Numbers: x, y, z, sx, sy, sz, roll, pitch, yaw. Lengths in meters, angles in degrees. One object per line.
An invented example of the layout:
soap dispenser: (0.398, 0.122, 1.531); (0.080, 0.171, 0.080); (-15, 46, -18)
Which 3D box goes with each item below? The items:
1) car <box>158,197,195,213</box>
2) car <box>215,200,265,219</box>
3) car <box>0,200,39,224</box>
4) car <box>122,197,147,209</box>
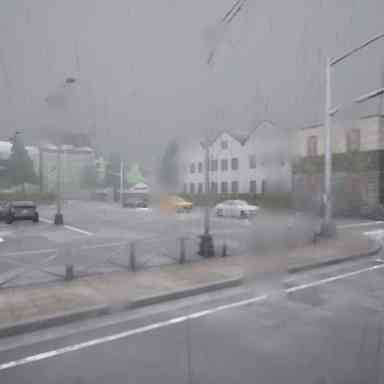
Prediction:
car: (-1.665, 1.302, 34.797); (1.882, 1.535, 5.008); (0, 0, -35)
car: (3.796, 1.350, 27.124); (1.812, 1.442, 4.674); (0, 0, -35)
car: (-11.478, 1.313, 22.137); (2.007, 1.523, 4.514); (0, 0, -36)
car: (-7.434, 1.388, 42.986); (1.994, 1.385, 4.181); (0, 0, -35)
